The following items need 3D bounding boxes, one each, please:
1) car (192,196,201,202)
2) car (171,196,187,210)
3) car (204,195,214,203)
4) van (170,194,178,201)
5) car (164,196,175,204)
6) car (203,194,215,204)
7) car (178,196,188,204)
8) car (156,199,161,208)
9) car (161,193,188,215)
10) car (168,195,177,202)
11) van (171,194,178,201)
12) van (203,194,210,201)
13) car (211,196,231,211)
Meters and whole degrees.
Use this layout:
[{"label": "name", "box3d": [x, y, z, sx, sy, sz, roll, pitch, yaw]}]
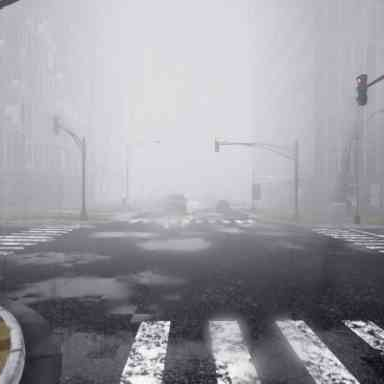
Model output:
[{"label": "car", "box3d": [0.962, 1.512, 73.077, 1.812, 1.442, 4.674, 0, 0, 0]}, {"label": "car", "box3d": [-1.682, 1.367, 44.660, 2.097, 1.767, 4.553, 0, 0, 0]}, {"label": "car", "box3d": [3.550, 1.432, 69.433, 1.967, 1.590, 4.097, 0, 0, 0]}, {"label": "van", "box3d": [-4.411, 1.321, 80.430, 1.690, 1.788, 3.998, 0, 0, 0]}, {"label": "car", "box3d": [-4.290, 1.564, 63.848, 1.947, 1.339, 4.313, 0, 0, 0]}, {"label": "car", "box3d": [3.590, 1.313, 63.904, 2.192, 1.841, 5.009, 0, 0, 0]}, {"label": "car", "box3d": [-1.752, 1.542, 66.762, 2.033, 1.411, 5.357, 0, 0, 0]}, {"label": "car", "box3d": [-4.170, 1.592, 47.265, 1.802, 1.307, 4.206, 0, 0, 0]}, {"label": "car", "box3d": [-1.604, 1.238, 33.891, 2.150, 2.045, 5.566, 0, 0, 0]}, {"label": "car", "box3d": [-4.371, 1.426, 74.903, 1.967, 1.590, 4.097, 0, 0, 0]}, {"label": "van", "box3d": [-4.451, 1.315, 85.957, 1.690, 1.788, 3.998, 0, 0, 0]}, {"label": "van", "box3d": [3.469, 1.321, 80.487, 1.690, 1.788, 3.998, 0, 0, 0]}, {"label": "car", "box3d": [3.800, 1.579, 41.796, 1.947, 1.339, 4.313, 0, 0, 0]}]
